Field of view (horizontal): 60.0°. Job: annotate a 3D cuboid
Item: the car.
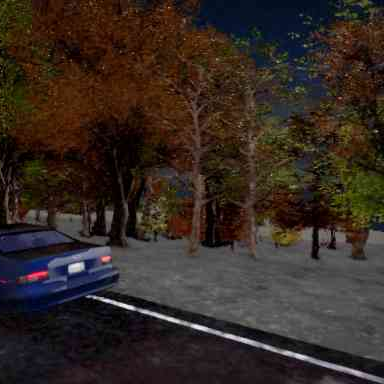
[{"bbox_3d":[-3.807,1.335,6.413,5.357,1.411,2.033,-4,-1,34],"label":"car"}]
